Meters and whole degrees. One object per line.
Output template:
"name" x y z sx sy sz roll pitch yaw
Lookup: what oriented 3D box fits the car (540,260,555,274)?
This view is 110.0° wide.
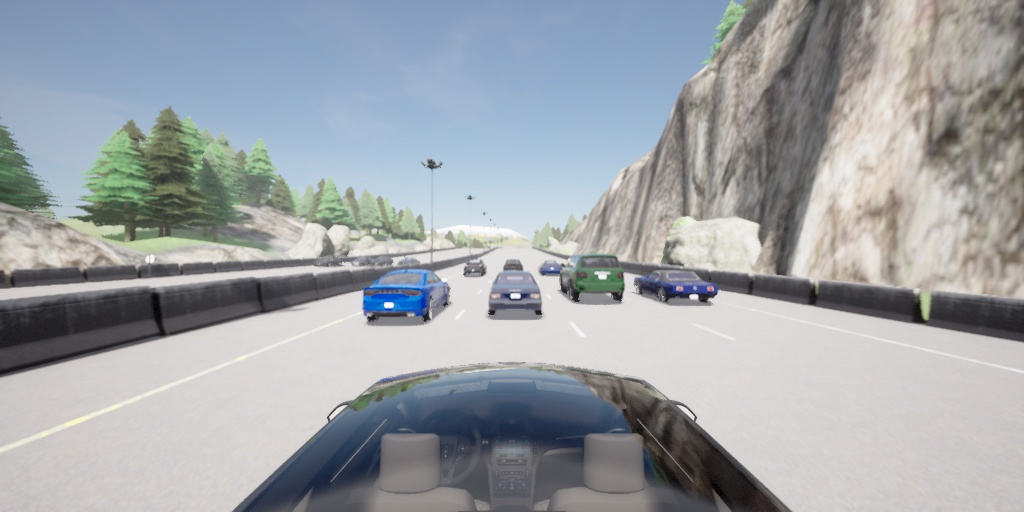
"car" 3.616 1.080 34.244 1.994 1.385 4.181 0 1 0

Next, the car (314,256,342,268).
"car" -24.551 0.806 47.986 1.837 1.490 4.892 0 1 0

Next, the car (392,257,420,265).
"car" -14.046 0.832 48.893 2.033 1.411 5.357 0 1 0

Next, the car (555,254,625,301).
"car" 3.608 0.910 16.963 2.150 2.045 5.566 0 0 0

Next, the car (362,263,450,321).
"car" -3.394 1.194 12.364 1.882 1.535 5.008 0 0 0

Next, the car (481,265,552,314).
"car" 0.107 1.258 13.527 2.033 1.411 5.357 0 0 0

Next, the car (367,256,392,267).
"car" -17.544 0.792 48.850 1.837 1.490 4.892 0 1 0

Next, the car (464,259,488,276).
"car" -3.384 1.016 33.588 2.128 1.511 4.902 0 1 0

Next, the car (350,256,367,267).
"car" -21.034 0.777 50.676 1.812 1.442 4.674 0 1 0

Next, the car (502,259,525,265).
"car" 0.116 1.028 33.708 1.837 1.490 4.892 0 1 0

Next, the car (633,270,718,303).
"car" 7.109 1.294 16.216 1.895 1.301 4.718 0 0 0
